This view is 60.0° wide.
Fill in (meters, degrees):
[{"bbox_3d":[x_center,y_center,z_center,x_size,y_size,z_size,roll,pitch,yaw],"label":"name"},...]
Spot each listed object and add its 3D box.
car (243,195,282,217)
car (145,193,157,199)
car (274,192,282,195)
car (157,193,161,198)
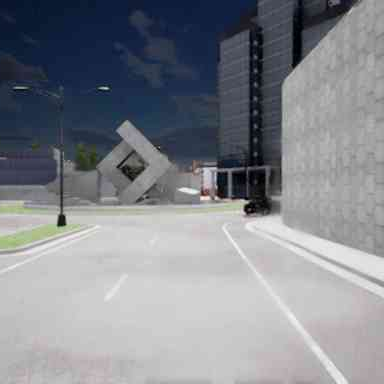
[{"bbox_3d":[6.669,1.347,30.309,1.882,1.535,5.008,0,0,44],"label":"car"},{"bbox_3d":[-10.671,1.213,79.545,1.994,1.385,4.181,0,0,15],"label":"car"},{"bbox_3d":[14.119,0.997,52.208,2.150,2.045,5.566,0,0,-11],"label":"car"},{"bbox_3d":[-9.783,1.120,94.973,1.812,1.442,4.674,0,0,-1],"label":"car"}]
